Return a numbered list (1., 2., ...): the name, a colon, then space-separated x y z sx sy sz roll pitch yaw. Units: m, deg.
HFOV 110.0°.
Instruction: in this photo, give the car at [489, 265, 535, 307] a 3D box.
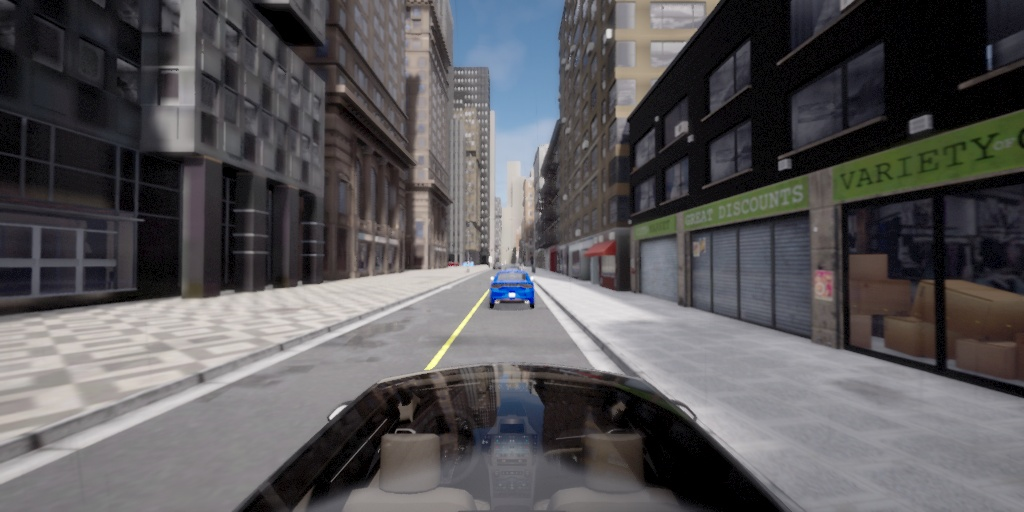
1. car: 0.010 1.372 16.336 1.882 1.535 5.008 0 0 0
